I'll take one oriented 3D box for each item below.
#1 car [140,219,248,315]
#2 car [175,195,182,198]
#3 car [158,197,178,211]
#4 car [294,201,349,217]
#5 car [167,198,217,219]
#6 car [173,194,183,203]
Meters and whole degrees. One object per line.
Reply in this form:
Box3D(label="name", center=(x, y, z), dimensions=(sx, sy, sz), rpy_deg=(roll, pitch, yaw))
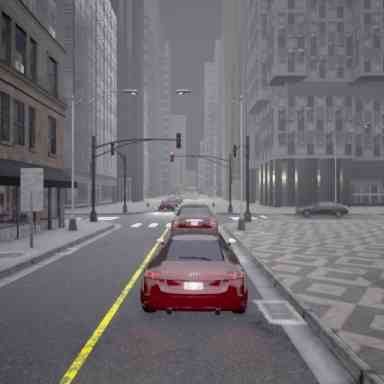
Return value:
Box3D(label="car", center=(0.088, 1.564, 7.654), dimensions=(1.994, 1.385, 4.181), rpy_deg=(0, 0, 2))
Box3D(label="car", center=(-3.064, 1.578, 50.935), dimensions=(2.033, 1.411, 5.357), rpy_deg=(0, 0, 0))
Box3D(label="car", center=(-3.072, 1.622, 41.283), dimensions=(1.895, 1.301, 4.718), rpy_deg=(0, 0, 0))
Box3D(label="car", center=(11.760, 1.542, 30.318), dimensions=(4.674, 1.442, 1.812), rpy_deg=(0, 0, 1))
Box3D(label="car", center=(0.161, 1.355, 16.275), dimensions=(2.097, 1.767, 4.553), rpy_deg=(0, 0, 2))
Box3D(label="car", center=(-2.959, 1.411, 70.933), dimensions=(2.097, 1.767, 4.553), rpy_deg=(0, 0, 0))
